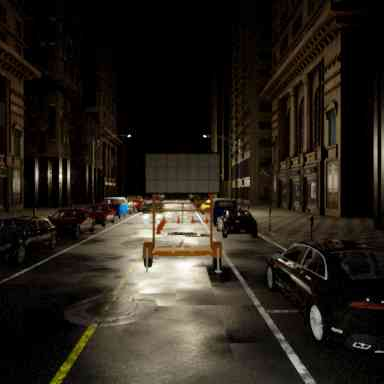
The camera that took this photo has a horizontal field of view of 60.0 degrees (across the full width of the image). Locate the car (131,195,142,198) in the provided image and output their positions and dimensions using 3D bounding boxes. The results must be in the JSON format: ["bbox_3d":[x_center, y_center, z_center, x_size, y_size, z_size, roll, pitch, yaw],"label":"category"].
[{"bbox_3d":[-6.904,1.328,39.589,2.192,1.841,5.009,0,0,-2],"label":"car"}]

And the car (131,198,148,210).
[{"bbox_3d":[-7.062,1.540,45.035,1.752,1.417,4.829,0,0,-2],"label":"car"}]

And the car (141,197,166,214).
[{"bbox_3d":[-4.110,1.575,35.243,1.994,1.385,4.181,0,0,-2],"label":"car"}]

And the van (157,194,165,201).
[{"bbox_3d":[-8.370,1.395,90.133,1.690,1.788,3.998,0,0,-2],"label":"van"}]

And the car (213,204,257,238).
[{"bbox_3d":[2.268,1.554,17.383,2.008,1.369,4.403,0,0,-2],"label":"car"}]

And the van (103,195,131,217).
[{"bbox_3d":[-6.578,1.349,28.357,1.690,1.788,3.998,0,0,-2],"label":"van"}]

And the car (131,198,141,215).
[{"bbox_3d":[-6.741,1.561,33.973,2.008,1.369,4.403,0,0,-2],"label":"car"}]

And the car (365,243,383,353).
[{"bbox_3d":[2.757,1.315,0.534,2.192,1.841,5.009,0,0,-2],"label":"car"}]

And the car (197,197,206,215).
[{"bbox_3d":[1.775,1.536,34.402,1.752,1.417,4.829,0,0,-2],"label":"car"}]

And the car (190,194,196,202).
[{"bbox_3d":[1.123,1.547,56.868,1.752,1.417,4.829,0,0,-2],"label":"car"}]

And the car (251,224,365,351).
[{"bbox_3d":[2.594,1.551,6.150,2.008,1.369,4.403,0,0,-2],"label":"car"}]

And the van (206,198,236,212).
[{"bbox_3d":[2.106,1.347,22.999,1.690,1.788,3.998,0,0,-2],"label":"van"}]

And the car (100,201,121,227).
[{"bbox_3d":[-6.416,1.550,22.741,1.887,1.381,4.507,0,0,-2],"label":"car"}]

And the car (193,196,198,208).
[{"bbox_3d":[1.454,1.597,45.465,1.802,1.307,4.206,0,0,-2],"label":"car"}]

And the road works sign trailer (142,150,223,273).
[{"bbox_3d":[-0.301,0.466,10.673,2.380,3.560,2.880,0,0,-2],"label":"road works sign trailer"}]

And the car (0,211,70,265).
[{"bbox_3d":[-6.090,1.552,11.515,2.008,1.369,4.403,0,0,-2],"label":"car"}]

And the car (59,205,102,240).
[{"bbox_3d":[-6.253,1.548,17.125,1.887,1.381,4.507,0,0,-2],"label":"car"}]

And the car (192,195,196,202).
[{"bbox_3d":[1.291,1.599,51.081,1.802,1.307,4.206,0,0,-2],"label":"car"}]

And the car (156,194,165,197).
[{"bbox_3d":[-8.045,1.624,78.901,1.802,1.307,4.206,0,0,-2],"label":"car"}]

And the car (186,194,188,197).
[{"bbox_3d":[0.151,1.369,90.396,2.192,1.841,5.009,0,0,-2],"label":"car"}]

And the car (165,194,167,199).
[{"bbox_3d":[-8.208,1.614,84.517,1.947,1.339,4.313,0,0,-2],"label":"car"}]

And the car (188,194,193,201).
[{"bbox_3d":[0.802,1.598,67.931,1.947,1.339,4.313,0,0,-2],"label":"car"}]
